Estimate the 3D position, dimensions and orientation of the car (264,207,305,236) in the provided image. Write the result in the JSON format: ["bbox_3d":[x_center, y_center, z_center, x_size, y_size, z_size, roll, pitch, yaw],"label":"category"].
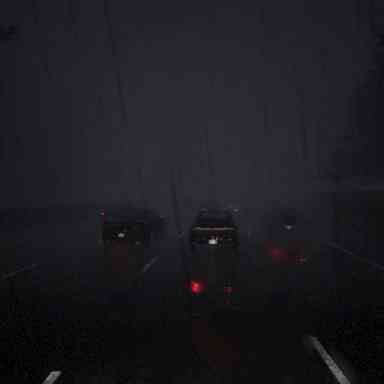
[{"bbox_3d":[5.124,1.560,18.756,1.812,1.442,4.674,0,0,8],"label":"car"}]

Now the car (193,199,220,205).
[{"bbox_3d":[1.940,1.552,37.042,1.837,1.490,4.892,0,0,15],"label":"car"}]

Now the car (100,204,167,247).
[{"bbox_3d":[-2.418,1.489,15.090,1.882,1.535,5.008,0,0,6],"label":"car"}]

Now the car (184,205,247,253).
[{"bbox_3d":[0.972,1.510,13.911,2.128,1.511,4.902,0,0,6],"label":"car"}]

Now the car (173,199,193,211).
[{"bbox_3d":[-0.768,1.535,40.189,2.128,1.511,4.902,0,0,17],"label":"car"}]

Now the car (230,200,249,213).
[{"bbox_3d":[4.922,1.578,34.767,1.812,1.442,4.674,0,0,15],"label":"car"}]

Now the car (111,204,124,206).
[{"bbox_3d":[-4.785,1.540,23.219,1.812,1.442,4.674,0,0,9],"label":"car"}]
